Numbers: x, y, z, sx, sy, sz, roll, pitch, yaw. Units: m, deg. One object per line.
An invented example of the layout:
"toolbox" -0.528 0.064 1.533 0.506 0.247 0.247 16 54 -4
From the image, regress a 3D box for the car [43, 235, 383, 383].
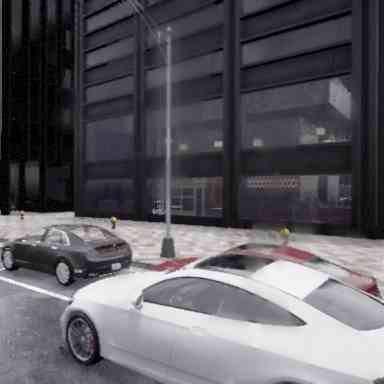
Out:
"car" 0.343 1.527 4.115 4.674 1.442 1.812 0 0 36

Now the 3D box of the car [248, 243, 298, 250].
"car" 1.000 1.584 5.933 4.206 1.307 1.802 0 0 36

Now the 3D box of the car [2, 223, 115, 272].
"car" -3.584 1.539 9.212 4.403 1.369 2.008 0 0 36
